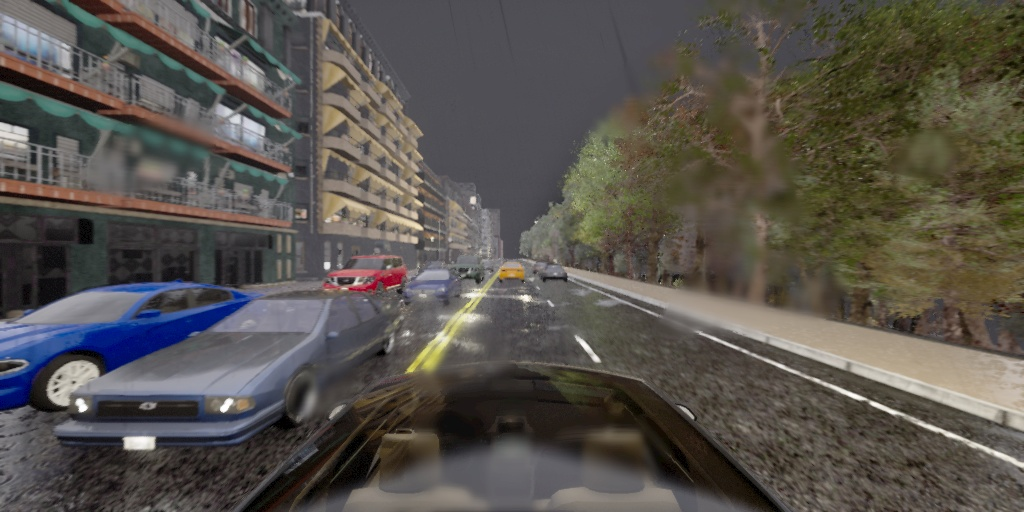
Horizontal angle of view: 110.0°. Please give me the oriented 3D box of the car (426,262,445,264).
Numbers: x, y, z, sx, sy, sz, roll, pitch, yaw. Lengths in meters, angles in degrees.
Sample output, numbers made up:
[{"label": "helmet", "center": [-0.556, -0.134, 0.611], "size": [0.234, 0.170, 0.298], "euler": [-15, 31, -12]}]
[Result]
[{"label": "car", "center": [-6.524, 1.235, 30.353], "size": [2.128, 1.511, 4.902], "euler": [0, 0, 0]}]

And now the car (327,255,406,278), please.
[{"label": "car", "center": [-6.595, 0.967, 16.914], "size": [2.150, 2.045, 5.566], "euler": [0, 0, 0]}]

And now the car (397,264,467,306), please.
[{"label": "car", "center": [-3.337, 1.271, 15.875], "size": [1.812, 1.442, 4.674], "euler": [0, 0, 0]}]

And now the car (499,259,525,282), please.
[{"label": "car", "center": [0.001, 1.219, 28.522], "size": [1.882, 1.535, 5.008], "euler": [0, 0, 0]}]

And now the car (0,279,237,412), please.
[{"label": "car", "center": [-6.598, 1.227, 6.278], "size": [1.882, 1.535, 5.008], "euler": [0, 0, 0]}]

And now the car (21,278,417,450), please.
[{"label": "car", "center": [-3.352, 1.296, 5.889], "size": [2.033, 1.411, 5.357], "euler": [0, 0, 0]}]

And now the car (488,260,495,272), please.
[{"label": "car", "center": [-3.258, 1.256, 45.905], "size": [2.128, 1.511, 4.902], "euler": [0, 0, 0]}]

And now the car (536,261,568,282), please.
[{"label": "car", "center": [3.251, 1.305, 28.766], "size": [1.994, 1.385, 4.181], "euler": [0, 0, 0]}]

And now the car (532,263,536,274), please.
[{"label": "car", "center": [3.260, 1.288, 40.085], "size": [2.033, 1.411, 5.357], "euler": [0, 0, 0]}]

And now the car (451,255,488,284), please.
[{"label": "car", "center": [-3.302, 0.963, 27.335], "size": [2.150, 2.045, 5.566], "euler": [0, 0, 0]}]
